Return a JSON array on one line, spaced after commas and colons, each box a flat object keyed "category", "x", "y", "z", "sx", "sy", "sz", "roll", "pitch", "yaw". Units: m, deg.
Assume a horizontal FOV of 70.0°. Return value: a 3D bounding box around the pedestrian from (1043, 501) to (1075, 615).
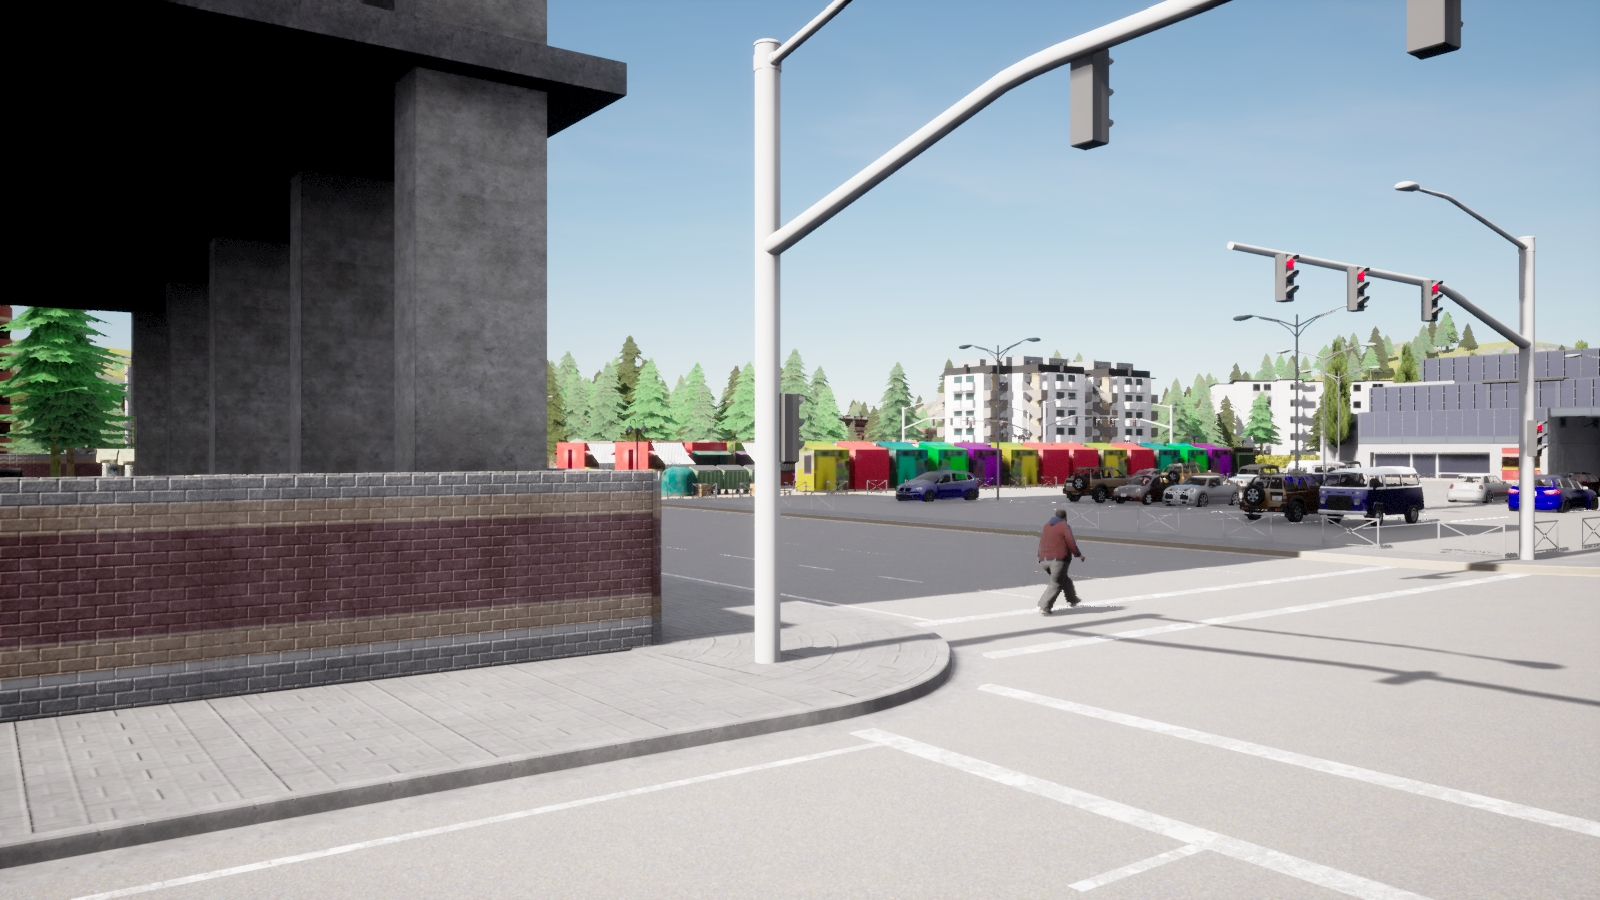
[{"category": "pedestrian", "x": 4.322, "y": 1.793, "z": 19.071, "sx": 0.375, "sy": 1.860, "sz": 0.375, "roll": 0, "pitch": 0, "yaw": -29}]
